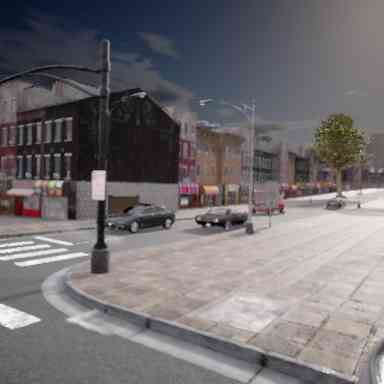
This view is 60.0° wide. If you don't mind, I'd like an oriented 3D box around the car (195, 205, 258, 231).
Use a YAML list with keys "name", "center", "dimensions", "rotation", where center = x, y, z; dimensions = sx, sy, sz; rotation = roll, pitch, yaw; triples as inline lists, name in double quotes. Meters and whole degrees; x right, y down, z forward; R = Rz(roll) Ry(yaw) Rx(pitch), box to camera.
- name: "car"
  center: [2.286, 1.736, 22.161]
  dimensions: [1.895, 1.301, 4.718]
  rotation: [3, 1, 36]

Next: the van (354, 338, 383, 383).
- name: "van"
  center: [2.576, 1.356, 0.938]
  dimensions: [3.998, 1.788, 1.690]
  rotation: [1, 2, 36]

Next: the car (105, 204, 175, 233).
- name: "car"
  center: [-2.995, 1.489, 19.802]
  dimensions: [1.837, 1.490, 4.892]
  rotation: [3, 2, 35]

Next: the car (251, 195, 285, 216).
- name: "car"
  center: [8.059, 1.322, 35.297]
  dimensions: [2.150, 2.045, 5.566]
  rotation: [3, 2, 36]

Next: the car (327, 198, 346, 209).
- name: "car"
  center: [21.104, 1.582, 48.545]
  dimensions: [2.128, 1.511, 4.902]
  rotation: [3, 2, 35]
